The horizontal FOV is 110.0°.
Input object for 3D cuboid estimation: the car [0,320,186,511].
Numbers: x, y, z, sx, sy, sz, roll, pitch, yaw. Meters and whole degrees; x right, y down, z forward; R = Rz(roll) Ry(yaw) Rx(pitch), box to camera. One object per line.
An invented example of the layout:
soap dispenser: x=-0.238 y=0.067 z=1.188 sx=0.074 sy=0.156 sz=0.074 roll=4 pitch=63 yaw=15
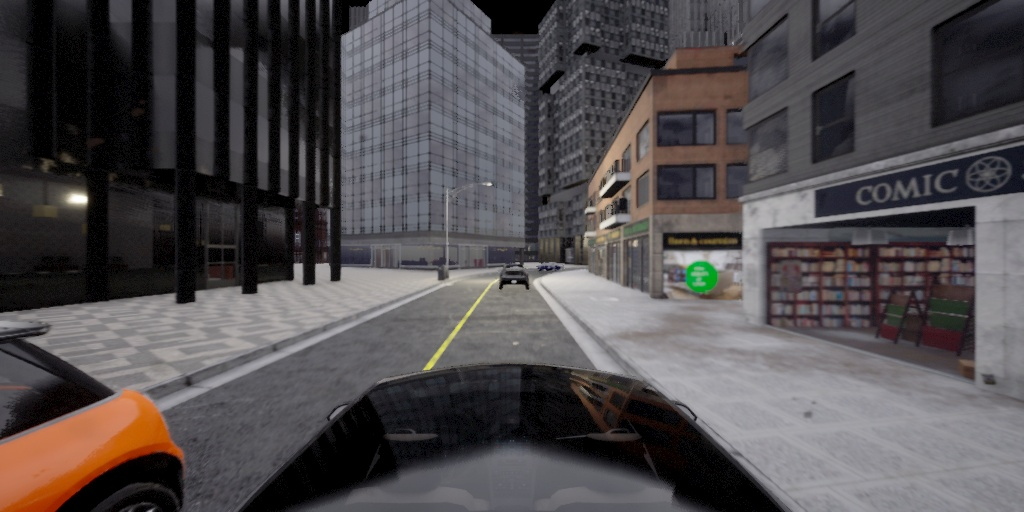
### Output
car: x=-3.092 y=1.102 z=0.273 sx=2.097 sy=1.767 sz=4.553 roll=0 pitch=0 yaw=0

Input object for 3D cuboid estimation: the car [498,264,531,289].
car: x=0.175 y=1.261 z=23.463 sx=1.837 sy=1.490 sz=4.892 roll=0 pitch=0 yaw=1

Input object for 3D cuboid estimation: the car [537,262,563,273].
car: x=4.837 y=1.390 z=44.627 sx=1.895 sy=1.301 sz=4.718 roll=0 pitch=0 yaw=26
